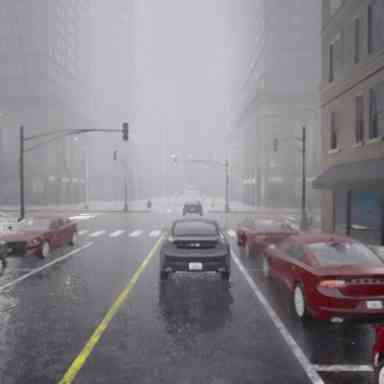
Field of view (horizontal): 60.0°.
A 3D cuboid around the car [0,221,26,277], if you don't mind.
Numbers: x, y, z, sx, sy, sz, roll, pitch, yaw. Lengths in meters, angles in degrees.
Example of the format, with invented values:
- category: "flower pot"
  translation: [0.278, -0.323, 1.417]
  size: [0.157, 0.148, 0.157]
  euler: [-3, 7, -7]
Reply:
- category: "car"
  translation: [-5.780, 1.576, 7.236]
  size: [2.008, 1.369, 4.403]
  euler: [-1, 0, 0]

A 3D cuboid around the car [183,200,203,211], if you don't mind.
- category: "car"
  translation: [0.073, 1.535, 34.556]
  size: [1.882, 1.535, 5.008]
  euler: [0, 0, 0]

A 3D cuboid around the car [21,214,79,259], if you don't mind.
- category: "car"
  translation: [-5.785, 1.589, 12.741]
  size: [1.887, 1.381, 4.507]
  euler: [-1, 0, 0]

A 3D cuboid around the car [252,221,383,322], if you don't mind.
- category: "car"
  translation: [2.745, 1.570, 7.243]
  size: [1.887, 1.381, 4.507]
  euler: [-1, 0, 0]

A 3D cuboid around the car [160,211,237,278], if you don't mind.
- category: "car"
  translation: [0.084, 1.538, 10.259]
  size: [1.837, 1.490, 4.892]
  euler: [0, -1, 0]

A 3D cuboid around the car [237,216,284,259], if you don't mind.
- category: "car"
  translation: [2.740, 1.588, 12.749]
  size: [1.887, 1.381, 4.507]
  euler: [-1, 0, 0]

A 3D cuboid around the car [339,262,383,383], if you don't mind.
- category: "car"
  translation: [2.750, 1.551, 1.738]
  size: [1.887, 1.381, 4.507]
  euler: [-1, 0, 0]
